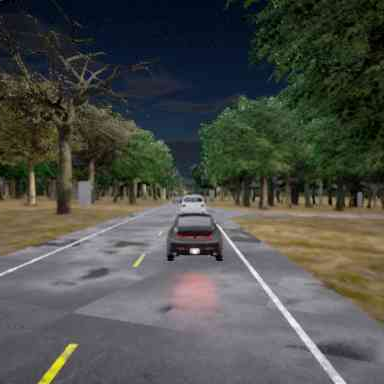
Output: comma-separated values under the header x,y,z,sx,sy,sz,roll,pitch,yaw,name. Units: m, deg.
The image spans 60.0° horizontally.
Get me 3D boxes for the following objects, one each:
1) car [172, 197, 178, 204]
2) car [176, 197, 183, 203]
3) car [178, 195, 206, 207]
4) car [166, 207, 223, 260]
x,y,z,sx,sy,sz,roll,pitch,yaw,name
-3.471,1.926,77.938,2.097,1.767,4.553,0,-1,0,car
-3.466,2.188,93.738,1.837,1.490,4.892,0,-1,0,car
0.108,1.332,30.524,2.150,2.045,5.566,0,0,0,car
0.095,1.540,12.540,1.837,1.490,4.892,0,0,0,car
